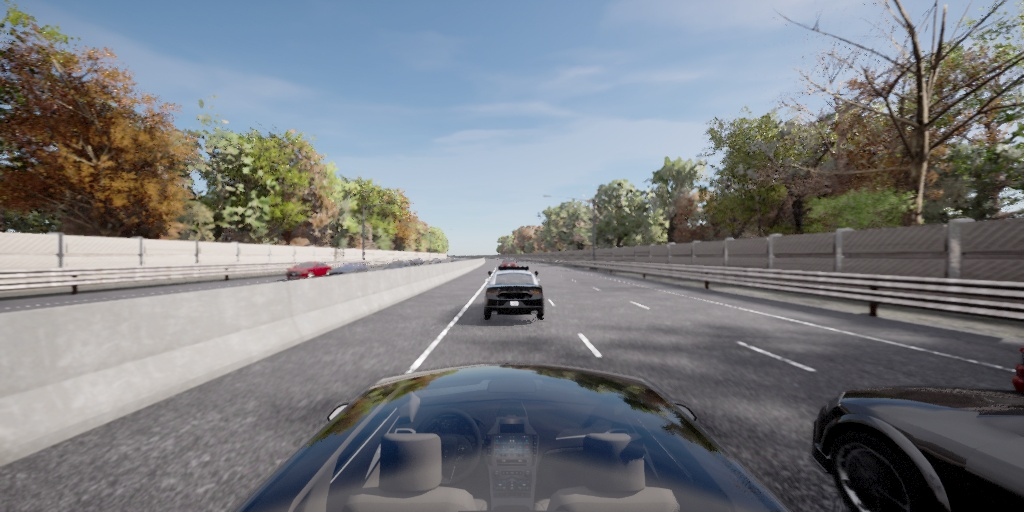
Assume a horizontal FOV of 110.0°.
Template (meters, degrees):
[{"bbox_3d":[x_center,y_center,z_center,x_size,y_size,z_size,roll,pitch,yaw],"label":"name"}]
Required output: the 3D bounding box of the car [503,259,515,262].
[{"bbox_3d":[-0.398,1.117,43.065,2.097,1.767,4.553,0,0,-1],"label":"car"}]

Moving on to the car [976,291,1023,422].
[{"bbox_3d":[7.092,1.226,2.253,1.882,1.535,5.008,0,0,0],"label":"car"}]

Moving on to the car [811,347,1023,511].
[{"bbox_3d":[3.592,1.313,1.363,1.994,1.385,4.181,0,0,0],"label":"car"}]

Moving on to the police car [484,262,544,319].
[{"bbox_3d":[0.053,1.179,13.018,1.930,1.638,5.238,0,0,0],"label":"police car"}]

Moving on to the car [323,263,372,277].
[{"bbox_3d":[-14.372,1.308,32.233,2.033,1.411,5.357,0,0,-1],"label":"car"}]

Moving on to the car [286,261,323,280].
[{"bbox_3d":[-17.865,1.238,31.792,1.882,1.535,5.008,0,0,-1],"label":"car"}]

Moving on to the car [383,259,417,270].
[{"bbox_3d":[-10.911,1.266,34.485,1.837,1.490,4.892,0,0,-1],"label":"car"}]
